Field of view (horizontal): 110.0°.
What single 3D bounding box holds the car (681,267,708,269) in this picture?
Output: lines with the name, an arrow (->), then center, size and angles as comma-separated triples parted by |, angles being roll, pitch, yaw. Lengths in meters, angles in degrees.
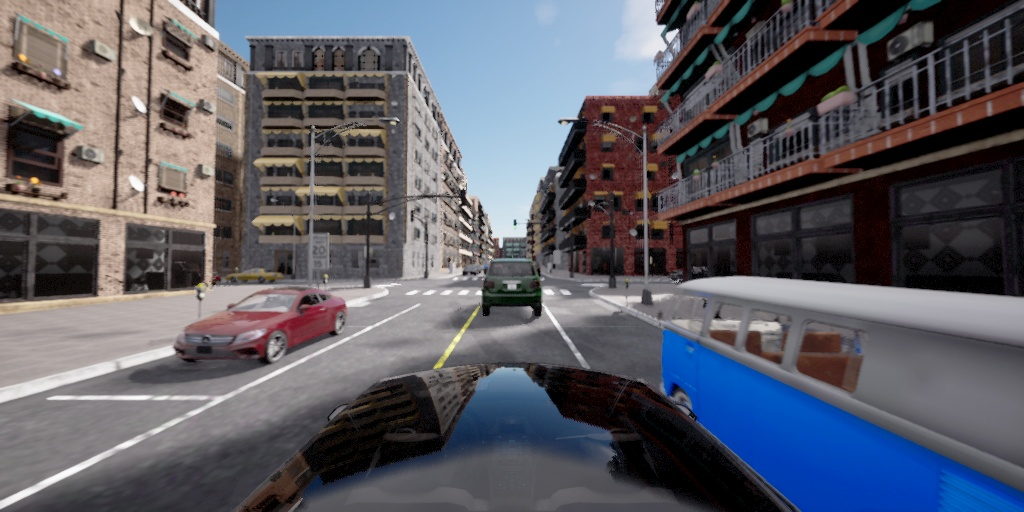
car -> 13.743, 1.458, 26.105 | 4.403, 1.370, 2.007 | 0, 0, 0

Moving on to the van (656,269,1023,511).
van -> 2.533, 1.102, 2.687 | 1.690, 1.789, 3.998 | 0, 0, 0

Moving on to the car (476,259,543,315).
car -> -0.003, 1.119, 14.450 | 2.150, 2.045, 5.566 | 0, 0, 0

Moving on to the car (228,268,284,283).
car -> -24.446, 1.796, 34.070 | 4.829, 1.417, 1.751 | 0, 0, 0

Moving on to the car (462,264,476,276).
car -> -5.318, 1.823, 46.349 | 1.948, 1.339, 4.313 | 0, 0, 0

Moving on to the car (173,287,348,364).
car -> -5.315, 1.406, 8.272 | 1.802, 1.307, 4.207 | 0, 0, 0

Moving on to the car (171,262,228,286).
car -> -24.292, 1.334, 26.193 | 5.009, 1.841, 2.192 | 0, 0, 0
